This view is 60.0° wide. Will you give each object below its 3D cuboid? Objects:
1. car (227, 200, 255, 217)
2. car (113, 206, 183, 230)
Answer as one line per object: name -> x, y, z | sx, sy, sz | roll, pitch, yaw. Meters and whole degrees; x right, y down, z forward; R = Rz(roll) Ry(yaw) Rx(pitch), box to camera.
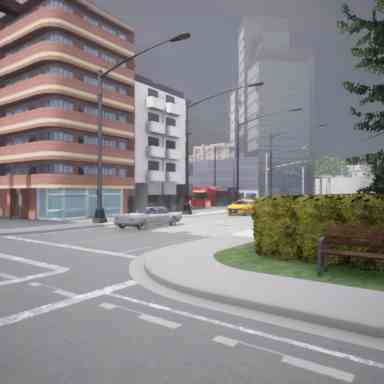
car -> 5.156, 1.477, 32.210 | 1.882, 1.535, 5.008 | 0, 0, 36
car -> -2.726, 1.600, 21.251 | 1.895, 1.301, 4.718 | 0, 0, 36
